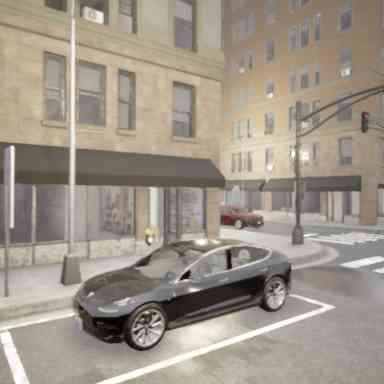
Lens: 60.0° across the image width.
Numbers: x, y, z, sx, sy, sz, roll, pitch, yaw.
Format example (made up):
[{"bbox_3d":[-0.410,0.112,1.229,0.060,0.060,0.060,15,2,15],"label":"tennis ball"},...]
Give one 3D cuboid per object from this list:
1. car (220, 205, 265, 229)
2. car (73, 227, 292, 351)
[{"bbox_3d":[2.753,1.663,22.902,1.882,1.535,5.008,0,-1,-36],"label":"car"},{"bbox_3d":[0.073,1.593,6.245,4.313,1.339,1.947,1,0,-36],"label":"car"}]
